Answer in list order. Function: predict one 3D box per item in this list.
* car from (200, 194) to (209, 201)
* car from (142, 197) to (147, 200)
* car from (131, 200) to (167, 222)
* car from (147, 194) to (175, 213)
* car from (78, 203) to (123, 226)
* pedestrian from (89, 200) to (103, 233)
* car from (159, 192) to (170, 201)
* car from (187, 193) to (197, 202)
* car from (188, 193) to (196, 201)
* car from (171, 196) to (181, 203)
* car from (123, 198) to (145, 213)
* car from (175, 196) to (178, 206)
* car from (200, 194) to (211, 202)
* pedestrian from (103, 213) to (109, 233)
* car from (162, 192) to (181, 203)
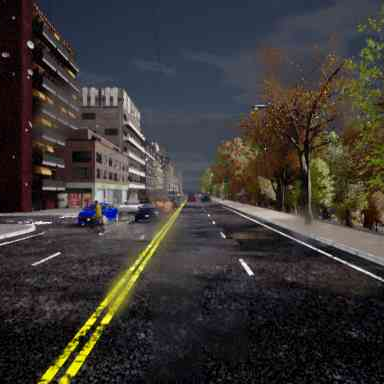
[{"bbox_3d":[3.220,1.294,84.515,2.097,1.767,4.553,0,0,0],"label":"car"},{"bbox_3d":[-6.631,1.513,47.476,1.837,1.490,4.892,0,0,-1],"label":"car"},{"bbox_3d":[-3.372,1.609,26.779,1.994,1.385,4.181,0,0,0],"label":"car"},{"bbox_3d":[-3.369,1.378,36.889,2.097,1.767,4.553,0,0,0],"label":"car"},{"bbox_3d":[-6.620,1.533,23.900,1.882,1.535,5.008,0,0,0],"label":"car"},{"bbox_3d":[-5.112,1.295,17.796,0.375,1.860,0.375,0,0,0],"label":"pedestrian"},{"bbox_3d":[-6.528,1.036,79.123,2.150,2.045,5.566,0,0,0],"label":"car"},{"bbox_3d":[-0.026,1.491,74.127,1.882,1.535,5.008,0,0,0],"label":"car"},{"bbox_3d":[-0.030,1.164,84.574,2.150,2.045,5.566,0,0,0],"label":"car"},{"bbox_3d":[-3.274,1.523,69.175,1.837,1.490,4.892,0,0,0],"label":"car"},{"bbox_3d":[-6.610,1.646,35.703,1.895,1.301,4.718,0,1,0],"label":"car"},{"bbox_3d":[-3.361,1.571,45.494,1.994,1.385,4.181,0,0,1],"label":"car"},{"bbox_3d":[3.224,1.514,74.129,1.837,1.490,4.892,0,0,0],"label":"car"},{"bbox_3d":[-4.768,1.675,18.397,0.500,1.100,0.500,0,0,0],"label":"pedestrian"},{"bbox_3d":[-3.358,1.365,54.012,2.097,1.767,4.553,0,0,0],"label":"car"}]
